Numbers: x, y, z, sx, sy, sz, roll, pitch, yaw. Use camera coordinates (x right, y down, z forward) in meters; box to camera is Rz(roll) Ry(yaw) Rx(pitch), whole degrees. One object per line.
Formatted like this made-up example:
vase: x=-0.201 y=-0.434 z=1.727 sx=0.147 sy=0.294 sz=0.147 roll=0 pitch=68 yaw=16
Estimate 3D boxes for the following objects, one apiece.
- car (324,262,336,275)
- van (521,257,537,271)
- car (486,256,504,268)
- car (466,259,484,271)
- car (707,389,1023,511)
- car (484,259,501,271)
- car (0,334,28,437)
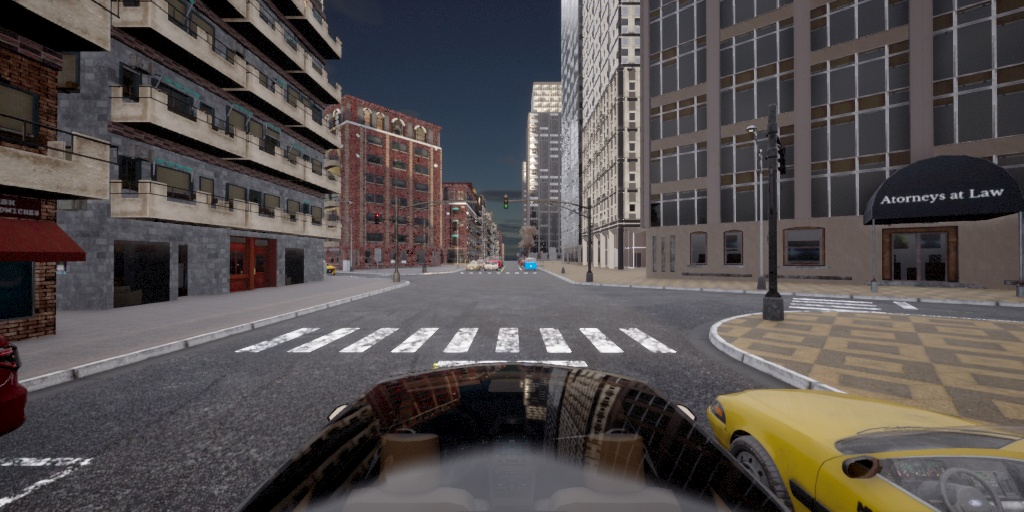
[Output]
car: x=-22.262 y=1.427 z=41.644 sx=5.008 sy=1.535 sz=1.882 roll=-1 pitch=-1 yaw=41
van: x=2.537 y=1.136 z=50.060 sx=1.690 sy=1.789 sz=3.998 roll=0 pitch=0 yaw=0
car: x=-2.866 y=1.038 z=59.678 sx=2.150 sy=2.045 sz=5.566 roll=0 pitch=0 yaw=0
car: x=-5.343 y=1.321 z=49.886 sx=1.751 sy=1.417 sz=4.829 roll=0 pitch=0 yaw=0
car: x=2.566 y=1.275 z=1.238 sx=1.751 sy=1.417 sz=4.829 roll=0 pitch=0 yaw=0
car: x=-2.877 y=1.397 z=50.170 sx=1.895 sy=1.301 sz=4.718 roll=0 pitch=0 yaw=-2
car: x=-5.314 y=1.065 z=1.056 sx=2.192 sy=1.841 sz=5.009 roll=0 pitch=0 yaw=0
